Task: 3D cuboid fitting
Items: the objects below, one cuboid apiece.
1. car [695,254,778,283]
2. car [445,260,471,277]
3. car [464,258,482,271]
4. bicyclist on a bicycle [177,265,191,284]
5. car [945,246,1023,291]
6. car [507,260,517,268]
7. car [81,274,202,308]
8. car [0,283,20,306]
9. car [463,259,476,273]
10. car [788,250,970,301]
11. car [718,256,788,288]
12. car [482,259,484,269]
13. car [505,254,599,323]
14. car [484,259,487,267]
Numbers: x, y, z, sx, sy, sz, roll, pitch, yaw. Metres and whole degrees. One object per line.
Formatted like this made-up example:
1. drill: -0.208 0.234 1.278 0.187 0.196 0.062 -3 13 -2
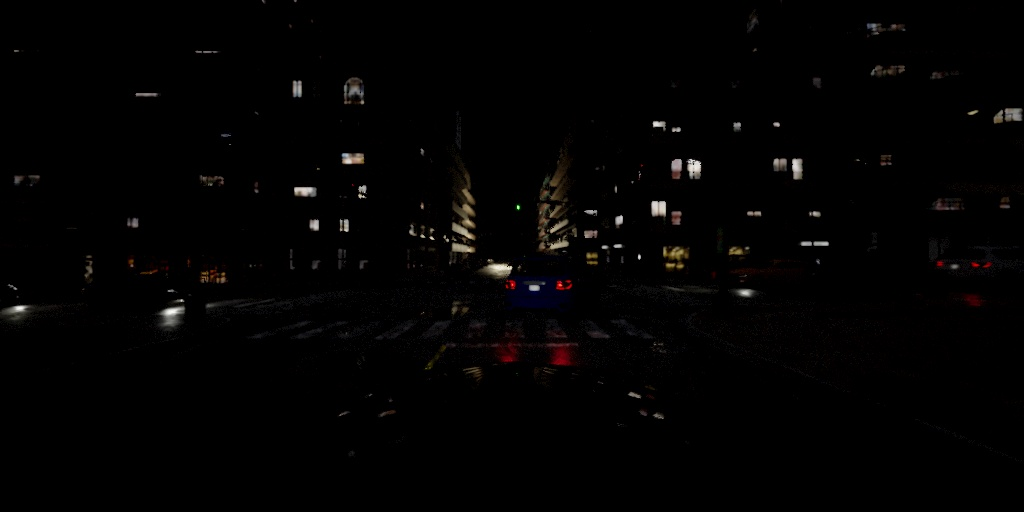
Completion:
1. car: 14.570 0.792 23.001 5.009 1.841 2.192 0 0 0
2. car: -5.698 1.375 36.660 1.948 1.339 4.313 0 0 0
3. car: -5.701 1.145 48.025 2.192 1.841 5.009 0 0 0
4. bicyclist on a bicycle: -23.172 1.468 25.598 0.582 1.620 1.656 -1 0 0
5. car: 24.049 0.526 17.319 5.566 2.045 2.150 -1 0 0
6. car: -0.015 1.393 65.264 1.812 1.442 4.674 0 0 0
7. car: -17.429 1.595 16.931 4.674 1.442 1.812 -1 0 1
8. car: -26.450 1.585 16.843 4.553 1.767 2.097 -1 0 -1
9. car: -5.700 1.345 42.173 1.751 1.417 4.829 0 0 0
10. car: 14.707 0.795 14.622 5.009 1.841 2.192 0 0 0
11. car: 14.953 0.950 20.416 5.008 1.535 1.882 -1 0 -1
12. car: -5.703 1.367 53.537 1.751 1.417 4.829 0 0 0
13. car: 1.563 0.952 12.505 2.150 2.045 5.566 -1 0 20
14. car: -5.704 1.294 59.390 1.967 1.591 4.097 0 0 0
